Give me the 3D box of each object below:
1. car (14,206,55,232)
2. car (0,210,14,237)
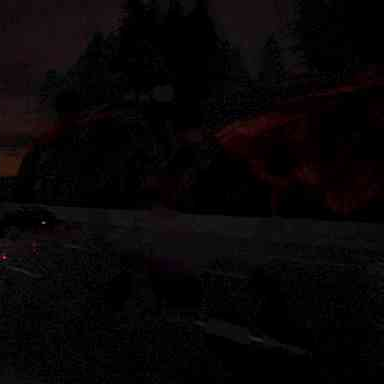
[{"bbox_3d":[-10.751,1.670,21.781,4.902,1.511,2.128,0,-1,43],"label":"car"},{"bbox_3d":[-11.503,1.649,17.740,4.674,1.442,1.812,0,-1,42],"label":"car"}]
